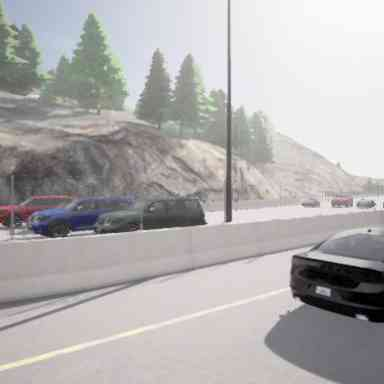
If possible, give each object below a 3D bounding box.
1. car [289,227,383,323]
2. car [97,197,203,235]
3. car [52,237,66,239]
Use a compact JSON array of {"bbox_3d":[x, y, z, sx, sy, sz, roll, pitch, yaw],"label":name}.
[{"bbox_3d":[4.133,1.489,7.020,5.008,1.535,1.882,0,0,-38],"label":"car"},{"bbox_3d":[-1.810,1.257,15.923,5.566,2.045,2.150,0,0,-38],"label":"car"},{"bbox_3d":[-5.467,1.262,17.497,5.566,2.045,2.150,0,0,-38],"label":"car"}]
